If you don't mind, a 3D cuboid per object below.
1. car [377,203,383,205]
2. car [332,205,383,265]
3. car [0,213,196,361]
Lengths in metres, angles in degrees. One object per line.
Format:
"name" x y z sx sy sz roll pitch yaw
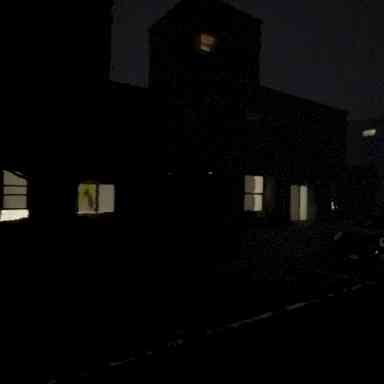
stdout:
"car" 19.844 1.618 37.445 1.887 1.381 4.507 1 -1 -35
"car" 6.542 1.442 11.210 4.097 1.590 1.967 0 1 -35
"car" -2.260 1.315 4.925 5.009 1.841 2.192 0 1 -35
